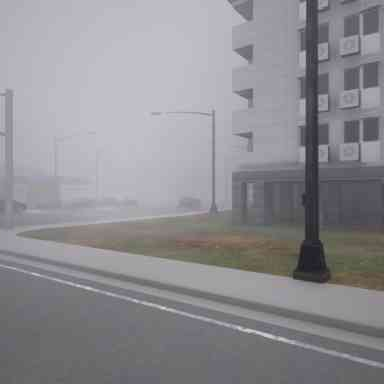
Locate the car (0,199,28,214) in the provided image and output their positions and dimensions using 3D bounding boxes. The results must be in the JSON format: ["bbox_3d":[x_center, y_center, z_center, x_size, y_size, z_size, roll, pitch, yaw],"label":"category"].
[{"bbox_3d":[-19.362,1.478,33.714,1.882,1.535,5.008,0,0,36],"label":"car"}]

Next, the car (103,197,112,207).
[{"bbox_3d":[-13.356,1.477,51.663,1.882,1.535,5.008,0,0,16],"label":"car"}]

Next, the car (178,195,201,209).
[{"bbox_3d":[-0.263,1.352,46.305,2.097,1.767,4.553,0,0,20],"label":"car"}]

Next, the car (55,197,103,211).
[{"bbox_3d":[-14.061,1.491,41.573,2.128,1.511,4.902,0,0,30],"label":"car"}]

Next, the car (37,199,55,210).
[{"bbox_3d":[-17.577,1.564,42.491,1.994,1.385,4.181,0,0,31],"label":"car"}]

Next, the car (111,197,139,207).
[{"bbox_3d":[-9.930,1.601,50.862,1.895,1.301,4.718,0,0,16],"label":"car"}]
